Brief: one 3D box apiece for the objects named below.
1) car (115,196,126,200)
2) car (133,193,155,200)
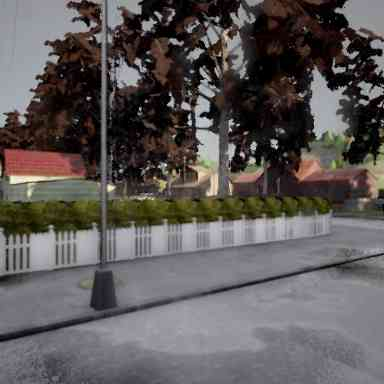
[{"bbox_3d":[-14.559,1.525,66.648,2.128,1.511,4.902,0,0,-36],"label":"car"},{"bbox_3d":[-8.371,1.254,57.975,2.150,2.045,5.566,0,0,-35],"label":"car"}]
